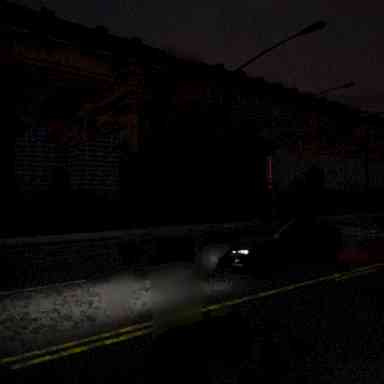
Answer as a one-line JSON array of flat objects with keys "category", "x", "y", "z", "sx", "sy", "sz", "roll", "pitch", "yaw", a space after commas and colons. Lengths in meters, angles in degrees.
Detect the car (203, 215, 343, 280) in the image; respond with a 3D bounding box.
[{"category": "car", "x": 2.585, "y": 1.491, "z": 10.057, "sx": 4.902, "sy": 1.511, "sz": 2.128, "roll": 0, "pitch": 0, "yaw": -35}]
